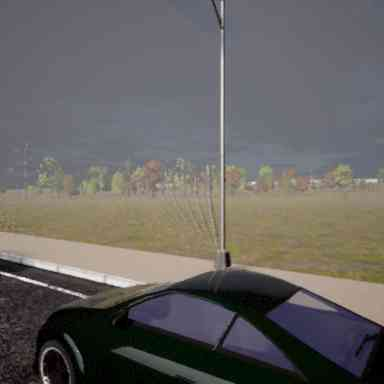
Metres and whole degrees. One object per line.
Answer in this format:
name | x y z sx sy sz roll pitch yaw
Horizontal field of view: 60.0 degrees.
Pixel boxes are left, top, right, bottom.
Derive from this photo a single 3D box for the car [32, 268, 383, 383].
car | 0.138 1.570 3.581 4.181 1.385 1.994 0 0 36
